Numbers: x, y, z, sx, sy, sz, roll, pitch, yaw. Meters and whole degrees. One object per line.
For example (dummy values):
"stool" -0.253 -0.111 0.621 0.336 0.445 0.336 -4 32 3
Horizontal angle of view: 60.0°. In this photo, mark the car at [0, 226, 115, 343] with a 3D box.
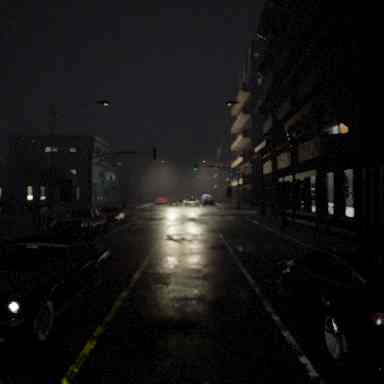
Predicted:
"car" -3.096 1.614 6.573 1.895 1.301 4.718 0 0 0

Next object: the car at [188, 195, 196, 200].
"car" 0.031 1.461 94.946 2.033 1.411 5.357 0 0 0

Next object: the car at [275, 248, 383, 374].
"car" 2.703 1.577 5.612 1.947 1.339 4.313 1 0 0

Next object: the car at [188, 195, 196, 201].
"car" 0.029 1.621 84.522 2.033 1.411 5.357 0 0 0

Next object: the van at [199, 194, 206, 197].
"van" 2.725 1.420 60.616 1.690 1.788 3.998 1 0 0

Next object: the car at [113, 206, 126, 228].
"car" -5.638 1.585 22.519 1.887 1.381 4.507 1 0 0

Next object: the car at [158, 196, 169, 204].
"car" -5.656 1.627 66.164 1.887 1.381 4.507 1 0 0

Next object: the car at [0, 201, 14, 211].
"car" -25.184 1.807 42.914 4.313 1.339 1.947 0 -1 1

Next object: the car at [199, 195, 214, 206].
"car" 2.721 1.626 55.036 2.008 1.369 4.403 1 0 0

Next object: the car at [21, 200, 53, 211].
"car" -19.703 1.766 42.837 4.403 1.369 2.008 0 -1 1

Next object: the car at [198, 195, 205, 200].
"car" 2.734 1.655 94.101 1.947 1.339 4.313 1 0 0

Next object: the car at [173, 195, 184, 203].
"car" -2.976 1.563 71.762 1.882 1.535 5.008 0 0 0

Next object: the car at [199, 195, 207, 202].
"car" 2.730 1.614 83.109 1.752 1.417 4.829 1 0 0

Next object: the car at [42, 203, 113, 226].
"car" -5.639 1.471 16.873 1.967 1.590 4.097 1 0 0

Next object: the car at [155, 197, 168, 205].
"car" -5.659 1.661 60.583 1.802 1.307 4.206 1 0 0

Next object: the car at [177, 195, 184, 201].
"car" -2.971 1.576 87.363 1.837 1.490 4.892 0 0 0
